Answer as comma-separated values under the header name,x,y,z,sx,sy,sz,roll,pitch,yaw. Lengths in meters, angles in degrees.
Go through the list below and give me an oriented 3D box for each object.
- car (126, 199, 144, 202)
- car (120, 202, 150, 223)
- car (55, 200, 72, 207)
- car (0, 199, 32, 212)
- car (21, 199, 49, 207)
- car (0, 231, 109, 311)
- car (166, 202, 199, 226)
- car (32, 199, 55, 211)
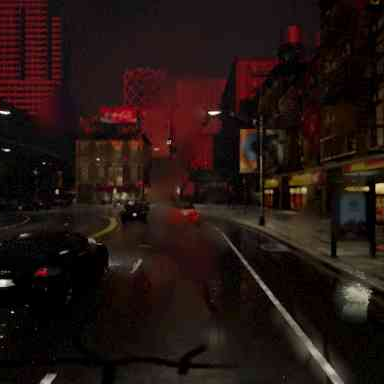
name,x,y,z,sx,sy,sz,roll,pitch,yaw
car,-6.822,1.788,40.544,2.128,1.511,4.902,0,-1,-32
car,-5.011,1.770,28.057,1.994,1.385,4.181,0,0,-14
car,-23.922,2.033,59.711,4.718,1.301,1.895,0,0,30
car,-23.697,1.852,43.637,4.902,1.511,2.128,0,-1,36
car,-29.224,1.974,61.885,4.674,1.452,2.002,0,0,20
car,-3.396,1.623,7.998,1.994,1.385,4.181,0,0,0
car,-0.791,1.537,25.017,2.097,1.767,4.553,0,0,-9
car,-21.601,1.916,46.438,4.181,1.385,1.994,0,-1,36
